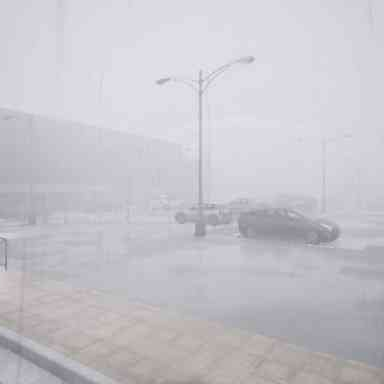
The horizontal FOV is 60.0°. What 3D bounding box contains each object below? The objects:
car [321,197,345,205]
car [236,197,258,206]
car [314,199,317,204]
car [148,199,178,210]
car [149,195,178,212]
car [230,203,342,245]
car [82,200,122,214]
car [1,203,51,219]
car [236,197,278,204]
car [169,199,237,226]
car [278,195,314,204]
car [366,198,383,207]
[{"bbox_3d":[23.720,1.565,56.033,3.633,1.501,1.845,0,0,35],"label":"car"},{"bbox_3d":[10.024,1.668,60.538,2.128,1.511,4.902,0,0,35],"label":"car"},{"bbox_3d":[12.888,1.289,40.931,4.605,1.855,1.932,0,0,35],"label":"car"},{"bbox_3d":[-4.000,1.740,47.073,1.994,1.385,4.181,0,0,35],"label":"car"},{"bbox_3d":[-2.994,1.398,42.084,2.150,2.045,5.566,0,0,36],"label":"car"},{"bbox_3d":[4.378,1.490,15.381,4.514,1.523,2.007,0,0,35],"label":"car"},{"bbox_3d":[-10.285,1.681,38.195,1.837,1.490,4.892,0,0,35],"label":"car"},{"bbox_3d":[-15.373,1.740,30.994,1.994,1.385,4.181,0,0,35],"label":"car"},{"bbox_3d":[4.169,1.345,27.868,5.027,1.636,2.152,0,0,35],"label":"car"},{"bbox_3d":[0.732,1.424,22.439,3.806,1.475,1.970,0,0,35],"label":"car"},{"bbox_3d":[11.549,1.269,38.320,3.866,1.878,1.905,0,0,35],"label":"car"},{"bbox_3d":[28.063,1.576,49.318,3.806,1.475,1.970,0,0,35],"label":"car"}]
